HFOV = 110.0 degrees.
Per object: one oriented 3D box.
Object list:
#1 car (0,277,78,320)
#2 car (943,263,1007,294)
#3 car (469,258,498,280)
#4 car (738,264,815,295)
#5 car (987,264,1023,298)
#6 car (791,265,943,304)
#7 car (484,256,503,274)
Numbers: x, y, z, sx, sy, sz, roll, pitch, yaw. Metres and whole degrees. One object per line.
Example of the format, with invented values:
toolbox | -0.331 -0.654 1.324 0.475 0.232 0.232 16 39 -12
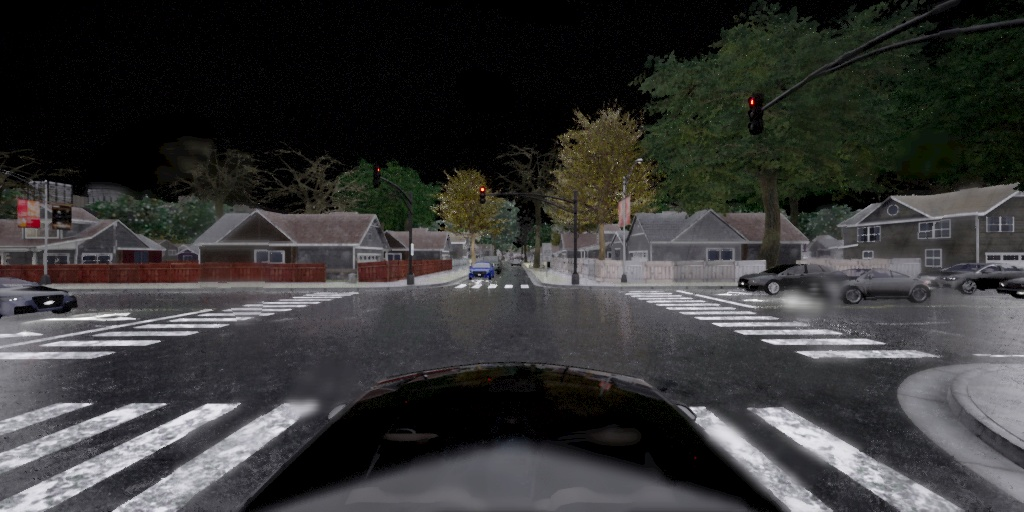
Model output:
car | -17.598 1.409 12.135 4.181 1.385 1.994 0 0 1
car | 23.592 1.092 18.182 4.902 1.511 2.128 0 0 1
car | -2.594 1.240 31.411 1.882 1.535 5.008 0 0 1
car | 14.263 1.157 18.319 4.892 1.490 1.837 0 0 2
car | 23.954 1.148 14.925 5.357 1.411 2.033 0 0 1
car | 14.717 1.216 15.071 4.181 1.385 1.994 0 0 1
car | -2.400 0.992 41.647 2.150 2.045 5.566 0 0 1
